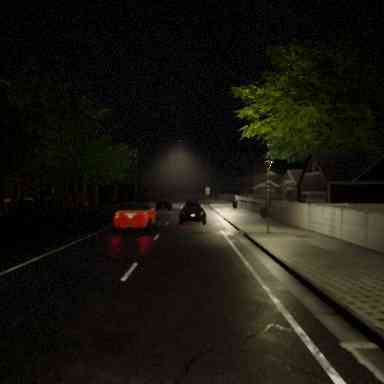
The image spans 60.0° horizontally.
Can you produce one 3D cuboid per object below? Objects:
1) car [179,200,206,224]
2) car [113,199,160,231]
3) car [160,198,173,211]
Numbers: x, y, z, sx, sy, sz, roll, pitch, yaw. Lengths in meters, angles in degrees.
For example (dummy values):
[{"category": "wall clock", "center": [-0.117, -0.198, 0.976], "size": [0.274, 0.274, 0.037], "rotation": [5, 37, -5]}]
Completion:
[{"category": "car", "center": [0.052, 1.594, 25.220], "size": [1.994, 1.385, 4.181], "rotation": [0, 0, 0]}, {"category": "car", "center": [-3.437, 1.378, 20.649], "size": [2.097, 1.767, 4.553], "rotation": [0, 0, 0]}, {"category": "car", "center": [-3.480, 1.515, 42.167], "size": [1.882, 1.535, 5.008], "rotation": [0, 0, 0]}]
